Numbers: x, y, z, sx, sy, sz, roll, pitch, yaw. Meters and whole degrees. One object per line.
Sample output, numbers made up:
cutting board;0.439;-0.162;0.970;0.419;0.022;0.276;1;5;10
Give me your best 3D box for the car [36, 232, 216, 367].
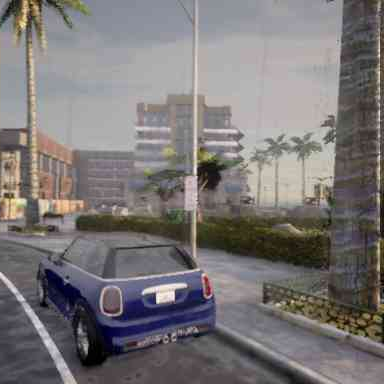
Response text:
car;-1.580;1.563;6.516;2.097;1.767;4.553;2;-2;-34
